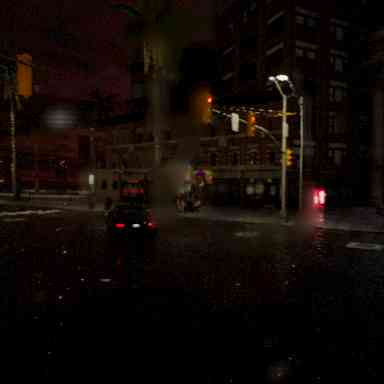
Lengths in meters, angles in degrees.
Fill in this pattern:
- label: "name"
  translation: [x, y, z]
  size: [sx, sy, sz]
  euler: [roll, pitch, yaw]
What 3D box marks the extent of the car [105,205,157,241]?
- label: "car"
  translation: [-2.870, 1.288, 15.096]
  size: [2.033, 1.411, 5.357]
  euler: [0, 1, -17]
